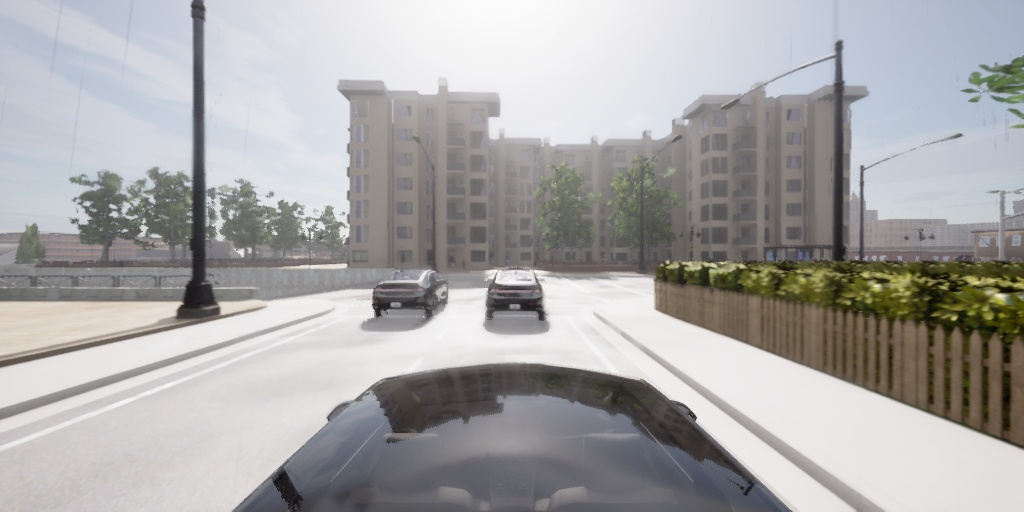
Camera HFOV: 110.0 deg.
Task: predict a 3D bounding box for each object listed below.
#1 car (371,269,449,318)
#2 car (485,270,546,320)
[{"bbox_3d":[-3.443,1.211,12.899,2.128,1.511,4.902,0,0,-1],"label":"car"},{"bbox_3d":[0.146,1.213,12.541,2.128,1.511,4.902,0,0,1],"label":"car"}]
